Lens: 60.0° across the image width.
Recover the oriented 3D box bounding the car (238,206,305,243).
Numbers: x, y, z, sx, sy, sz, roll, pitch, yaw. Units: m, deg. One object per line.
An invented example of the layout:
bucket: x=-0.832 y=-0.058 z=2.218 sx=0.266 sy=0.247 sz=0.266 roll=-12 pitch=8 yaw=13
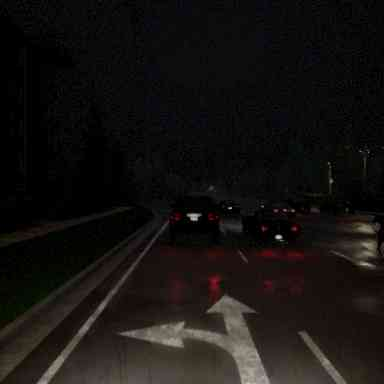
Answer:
car: x=3.594 y=1.562 z=15.972 sx=1.895 sy=1.301 sz=4.718 roll=0 pitch=0 yaw=0

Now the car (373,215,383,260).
car: x=7.082 y=1.456 z=9.016 sx=1.882 sy=1.535 sz=5.008 roll=0 pitch=0 yaw=0

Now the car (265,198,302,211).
car: x=7.089 y=1.481 z=27.776 sx=2.033 sy=1.411 sz=5.357 roll=0 pitch=0 yaw=0

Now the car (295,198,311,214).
car: x=10.591 y=1.396 z=34.219 sx=1.882 sy=1.535 sz=5.008 roll=0 pitch=0 yaw=0

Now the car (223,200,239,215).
car: x=3.590 y=1.484 z=33.238 sx=1.994 sy=1.385 sz=4.181 roll=0 pitch=0 yaw=0

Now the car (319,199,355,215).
car: x=14.090 y=1.413 z=32.669 sx=2.128 sy=1.511 sz=4.902 roll=0 pitch=0 yaw=0

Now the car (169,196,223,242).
car: x=0.094 y=1.182 z=16.319 sx=2.150 sy=2.045 sz=5.566 roll=0 pitch=0 yaw=0

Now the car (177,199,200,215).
car: x=-0.426 y=1.484 z=33.201 sx=1.994 sy=1.385 sz=4.181 roll=0 pitch=0 yaw=-5
